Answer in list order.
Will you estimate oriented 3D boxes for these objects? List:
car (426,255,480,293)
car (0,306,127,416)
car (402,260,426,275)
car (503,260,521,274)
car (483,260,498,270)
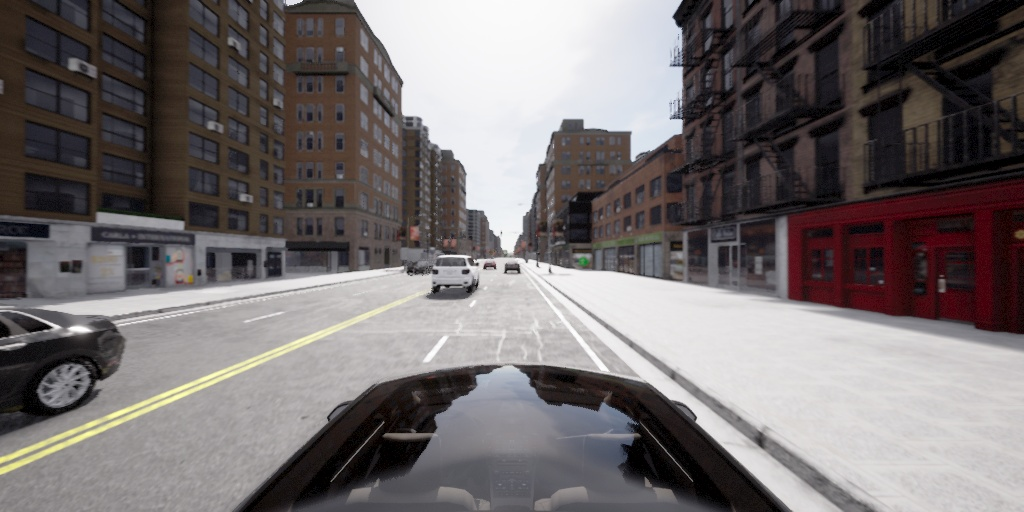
[{"bbox_3d":[-3.176,0.976,20.983,2.150,2.045,5.566,0,0,0],"label":"car"},{"bbox_3d":[-6.599,1.263,3.186,1.837,1.490,4.892,0,0,0],"label":"car"},{"bbox_3d":[-9.893,1.240,38.590,1.882,1.535,5.008,0,0,0],"label":"car"},{"bbox_3d":[0.044,1.256,42.012,1.837,1.490,4.892,0,0,0],"label":"car"},{"bbox_3d":[-3.283,1.282,53.757,1.812,1.442,4.674,0,0,0],"label":"car"}]
